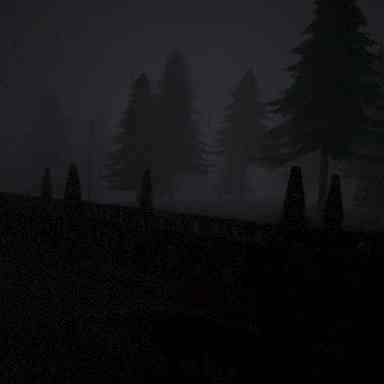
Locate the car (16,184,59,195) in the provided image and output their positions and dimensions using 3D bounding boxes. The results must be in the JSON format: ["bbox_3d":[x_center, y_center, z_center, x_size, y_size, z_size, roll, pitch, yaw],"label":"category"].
[{"bbox_3d":[-19.962,-0.287,43.227,1.895,1.301,4.718,4,2,37],"label":"car"}]

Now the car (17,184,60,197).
[{"bbox_3d":[-18.231,-0.210,39.726,2.128,1.511,4.902,4,2,37],"label":"car"}]
